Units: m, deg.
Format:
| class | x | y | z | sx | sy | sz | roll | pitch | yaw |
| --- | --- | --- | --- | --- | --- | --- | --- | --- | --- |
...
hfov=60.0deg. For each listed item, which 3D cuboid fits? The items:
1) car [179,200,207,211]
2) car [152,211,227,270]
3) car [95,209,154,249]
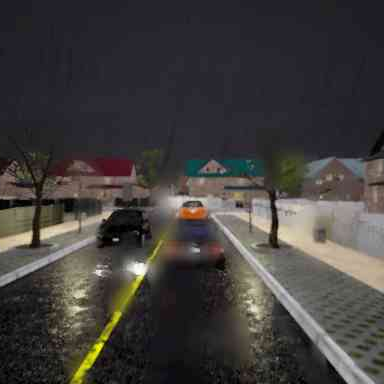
| class | x | y | z | sx | sy | sz | roll | pitch | yaw |
| --- | --- | --- | --- | --- | --- | --- | --- | --- | --- |
| car | 0.082 | 1.424 | 25.874 | 2.097 | 1.767 | 4.553 | 0 | 0 | 0 |
| car | 0.085 | 1.577 | 11.098 | 2.033 | 1.411 | 5.357 | 0 | 0 | 0 |
| car | -2.843 | 1.519 | 14.924 | 1.882 | 1.535 | 5.008 | 0 | 0 | 0 |
